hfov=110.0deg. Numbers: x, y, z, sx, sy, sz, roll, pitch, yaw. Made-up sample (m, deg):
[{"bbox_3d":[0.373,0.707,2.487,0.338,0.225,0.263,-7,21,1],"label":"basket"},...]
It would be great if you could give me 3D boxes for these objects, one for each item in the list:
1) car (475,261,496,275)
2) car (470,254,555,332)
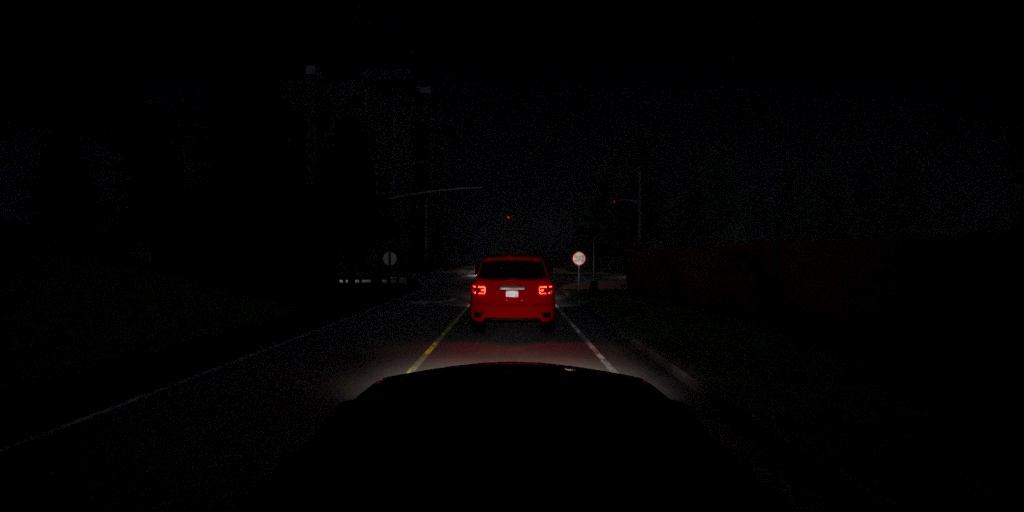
[{"bbox_3d":[-3.006,1.307,39.864,1.994,1.385,4.181,0,0,-9],"label":"car"},{"bbox_3d":[0.052,0.970,10.958,2.150,2.045,5.566,0,0,1],"label":"car"}]
